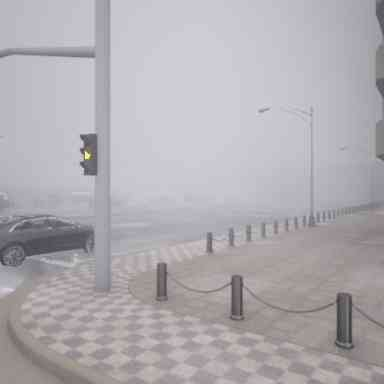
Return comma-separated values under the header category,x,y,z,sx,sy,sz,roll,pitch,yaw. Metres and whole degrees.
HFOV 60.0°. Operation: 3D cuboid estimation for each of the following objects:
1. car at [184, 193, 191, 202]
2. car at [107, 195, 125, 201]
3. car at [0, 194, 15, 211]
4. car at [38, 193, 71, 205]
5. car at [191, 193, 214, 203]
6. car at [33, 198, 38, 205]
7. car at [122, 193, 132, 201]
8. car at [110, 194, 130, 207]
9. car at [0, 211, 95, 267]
category,x,y,z,sx,sy,sz,roll,pitch,yaw
car,0.047,1.184,65.993,1.905,1.878,3.866,0,0,36
car,-18.168,1.407,79.234,1.970,1.475,3.806,0,0,36
car,-25.981,1.417,44.661,1.970,1.475,3.806,0,0,36
car,-26.136,1.167,63.347,1.932,1.855,4.605,0,0,36
car,2.354,1.183,64.245,1.932,1.855,4.605,0,0,36
car,-28.439,1.375,65.105,1.784,1.438,3.905,0,0,36
car,-15.835,1.170,77.520,1.905,1.878,3.866,0,0,36
car,-12.426,1.421,53.470,1.970,1.475,3.806,0,0,36
car,-5.300,1.540,11.770,2.128,1.511,4.902,0,0,36
